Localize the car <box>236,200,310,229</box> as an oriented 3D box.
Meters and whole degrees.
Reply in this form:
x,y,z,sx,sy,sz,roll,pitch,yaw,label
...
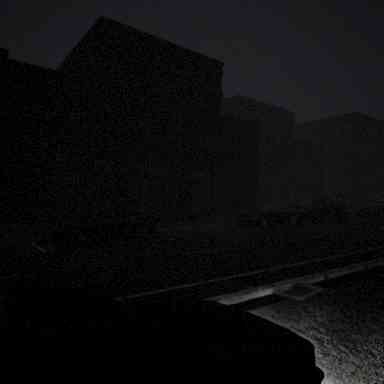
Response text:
x,y,z,sx,sy,sz,roll,pitch,yaw,label
5.046,1.464,21.655,4.892,1.521,2.231,0,0,-36,car

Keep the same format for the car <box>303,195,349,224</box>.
x,y,z,sx,sy,sz,roll,pitch,yaw,label
9.502,1.225,24.864,5.566,2.045,2.435,0,0,-36,car

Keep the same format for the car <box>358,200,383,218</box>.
x,y,z,sx,sy,sz,roll,pitch,yaw,label
17.114,1.501,30.413,4.892,1.521,2.231,0,0,-35,car

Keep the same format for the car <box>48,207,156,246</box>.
x,y,z,sx,sy,sz,roll,pitch,yaw,label
-3.955,1.464,15.180,4.792,1.488,2.163,0,0,-36,car

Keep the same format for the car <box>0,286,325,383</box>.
x,y,z,sx,sy,sz,roll,pitch,yaw,label
-1.272,1.548,2.529,5.357,1.411,2.033,0,0,-36,car
